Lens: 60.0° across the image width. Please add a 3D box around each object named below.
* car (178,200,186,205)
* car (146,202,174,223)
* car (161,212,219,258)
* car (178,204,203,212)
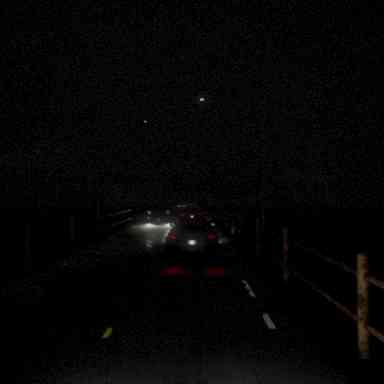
[{"bbox_3d":[-2.760,2.992,90.770,1.994,1.385,4.181,0,-1,0],"label":"car"},{"bbox_3d":[-2.773,1.760,29.718,2.097,1.767,4.553,0,-1,0],"label":"car"},{"bbox_3d":[0.020,1.739,13.489,1.994,1.385,4.181,0,-1,1],"label":"car"},{"bbox_3d":[-0.009,1.954,28.470,1.994,1.385,4.181,0,-1,0],"label":"car"}]
